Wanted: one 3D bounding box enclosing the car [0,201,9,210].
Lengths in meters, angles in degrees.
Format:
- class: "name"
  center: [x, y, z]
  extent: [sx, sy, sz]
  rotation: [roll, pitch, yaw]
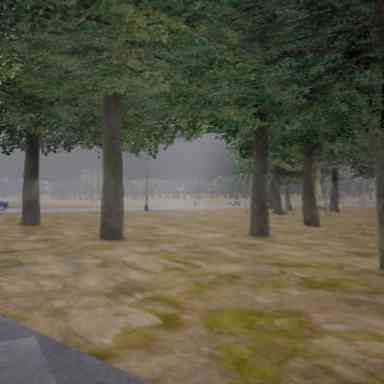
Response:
- class: "car"
  center: [-28.617, 1.774, 46.856]
  extent: [1.882, 1.535, 5.008]
  rotation: [0, 0, 37]
